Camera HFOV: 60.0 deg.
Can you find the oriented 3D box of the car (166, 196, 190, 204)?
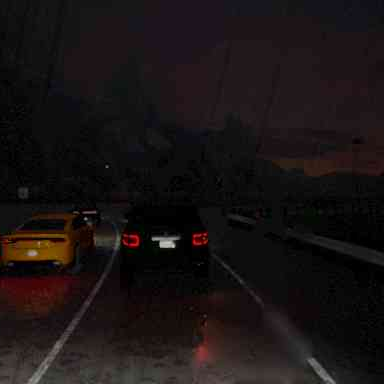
[{"bbox_3d":[-2.680,1.536,63.406,4.181,1.385,1.994,0,0,-19],"label":"car"}]

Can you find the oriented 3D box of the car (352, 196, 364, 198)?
[{"bbox_3d":[35.003,1.495,70.018,5.357,1.411,2.033,0,0,-29],"label":"car"}]

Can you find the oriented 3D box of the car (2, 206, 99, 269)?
[{"bbox_3d":[-4.557,1.474,11.252,1.882,1.535,5.008,0,0,-8],"label":"car"}]

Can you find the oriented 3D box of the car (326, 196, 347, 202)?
[{"bbox_3d":[33.558,1.548,77.300,4.718,1.301,1.895,0,0,-29],"label":"car"}]

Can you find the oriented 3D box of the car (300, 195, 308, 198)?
[{"bbox_3d":[24.414,1.553,72.718,4.718,1.301,1.895,0,0,-22],"label":"car"}]

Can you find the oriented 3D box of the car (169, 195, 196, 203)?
[{"bbox_3d":[-1.902,1.447,67.291,5.008,1.535,1.882,0,0,-19],"label":"car"}]

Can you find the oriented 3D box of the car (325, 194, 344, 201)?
[{"bbox_3d":[35.586,1.401,82.843,5.008,1.535,1.882,0,0,-33],"label":"car"}]

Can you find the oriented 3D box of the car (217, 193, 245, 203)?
[{"bbox_3d":[8.224,1.190,70.769,5.566,2.045,2.150,0,0,-19],"label":"car"}]

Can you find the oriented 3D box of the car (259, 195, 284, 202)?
[{"bbox_3d":[17.701,1.500,74.030,5.357,1.411,2.033,0,0,-19],"label":"car"}]

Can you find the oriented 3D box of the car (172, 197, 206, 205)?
[{"bbox_3d":[-0.492,1.522,56.773,5.357,1.411,2.033,0,0,-19],"label":"car"}]

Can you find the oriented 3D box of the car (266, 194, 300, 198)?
[{"bbox_3d":[17.194,1.443,62.799,5.008,1.535,1.882,0,0,-18],"label":"car"}]

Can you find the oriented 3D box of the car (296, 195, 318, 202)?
[{"bbox_3d":[26.907,1.432,77.647,5.008,1.535,1.882,0,0,-25],"label":"car"}]

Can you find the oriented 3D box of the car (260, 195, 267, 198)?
[{"bbox_3d":[16.091,1.317,69.773,4.553,1.767,2.097,0,0,-19],"label":"car"}]

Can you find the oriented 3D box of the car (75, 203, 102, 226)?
[{"bbox_3d":[-7.316,1.487,22.915,2.128,1.511,4.902,0,0,-17],"label":"car"}]

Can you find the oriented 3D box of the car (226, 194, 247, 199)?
[{"bbox_3d":[8.887,1.533,59.988,4.181,1.385,1.994,0,0,-19],"label":"car"}]

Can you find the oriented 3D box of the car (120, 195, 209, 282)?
[{"bbox_3d":[-0.871,1.221,9.980,2.150,2.045,5.566,0,0,-7],"label":"car"}]

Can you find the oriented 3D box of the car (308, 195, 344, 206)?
[{"bbox_3d":[19.979,1.322,48.796,4.553,1.767,2.097,0,0,-19],"label":"car"}]

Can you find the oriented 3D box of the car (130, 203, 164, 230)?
[{"bbox_3d":[-3.123,1.539,22.567,2.033,1.411,5.357,0,0,-9],"label":"car"}]

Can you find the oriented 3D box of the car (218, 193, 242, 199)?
[{"bbox_3d":[7.268,1.514,66.751,5.357,1.411,2.033,0,0,-18],"label":"car"}]
